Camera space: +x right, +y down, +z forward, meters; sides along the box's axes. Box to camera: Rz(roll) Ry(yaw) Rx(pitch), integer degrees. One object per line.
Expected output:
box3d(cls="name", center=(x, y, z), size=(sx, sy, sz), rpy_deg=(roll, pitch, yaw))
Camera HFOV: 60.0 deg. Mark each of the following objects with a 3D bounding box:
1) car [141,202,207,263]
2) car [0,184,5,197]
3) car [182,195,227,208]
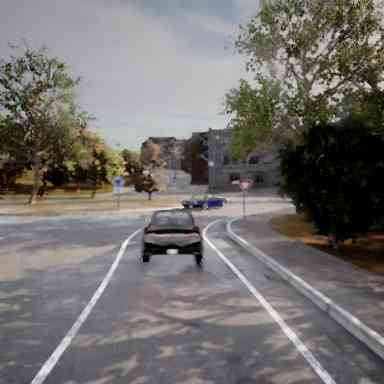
box3d(cls="car", center=(-0.669, 1.354, 11.513), size=(2.128, 1.511, 4.902), rpy_deg=(0, 2, -3))
box3d(cls="car", center=(-29.978, -0.102, 47.829), size=(2.150, 2.045, 5.566), rpy_deg=(0, 1, 30))
box3d(cls="car", center=(1.222, 0.897, 29.646), size=(1.895, 1.301, 4.718), rpy_deg=(1, 2, 37))
